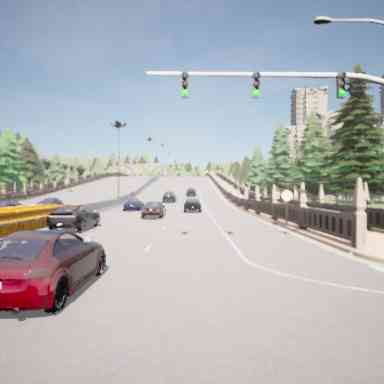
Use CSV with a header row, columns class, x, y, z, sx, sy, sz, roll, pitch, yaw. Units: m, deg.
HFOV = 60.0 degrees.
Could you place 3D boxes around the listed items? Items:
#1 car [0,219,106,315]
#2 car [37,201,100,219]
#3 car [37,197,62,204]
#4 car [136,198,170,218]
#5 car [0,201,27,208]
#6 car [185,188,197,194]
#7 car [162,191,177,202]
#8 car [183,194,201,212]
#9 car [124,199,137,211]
class,x,y,z,sx,sy,sz,roll,pitch,yaw
car,-3.400,1.562,7.670,1.994,1.385,4.181,0,0,0
car,-6.900,1.486,19.750,2.128,1.511,4.902,0,0,0
car,-17.562,1.399,41.248,1.812,1.442,4.674,0,2,0
car,-3.410,1.539,30.061,2.033,1.411,5.357,0,0,0
car,-17.511,1.539,31.305,2.033,1.411,5.357,0,0,0
car,-0.177,-0.068,62.088,1.837,1.490,4.892,0,6,0
car,-3.587,0.603,53.170,2.097,1.767,4.553,0,4,0
car,0.052,1.423,38.374,1.882,1.535,5.008,0,1,0
car,-6.958,1.472,40.144,1.994,1.385,4.181,0,1,0
